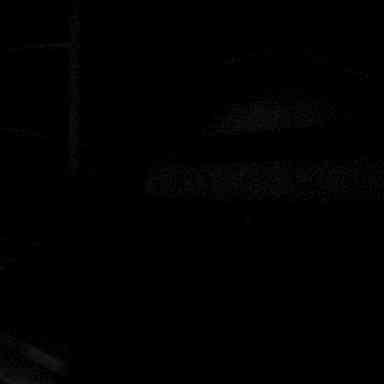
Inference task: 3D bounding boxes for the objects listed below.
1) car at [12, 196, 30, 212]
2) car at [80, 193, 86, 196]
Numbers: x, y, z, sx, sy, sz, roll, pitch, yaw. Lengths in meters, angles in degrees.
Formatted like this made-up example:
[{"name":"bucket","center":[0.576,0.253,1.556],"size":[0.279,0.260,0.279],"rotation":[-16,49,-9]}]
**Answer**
[{"name":"car","center":[-18.516,1.219,33.945],"size":[4.611,1.667,2.242],"rotation":[1,0,35]},{"name":"car","center":[-11.708,1.085,36.074],"size":[3.866,1.878,1.905],"rotation":[1,0,35]}]
